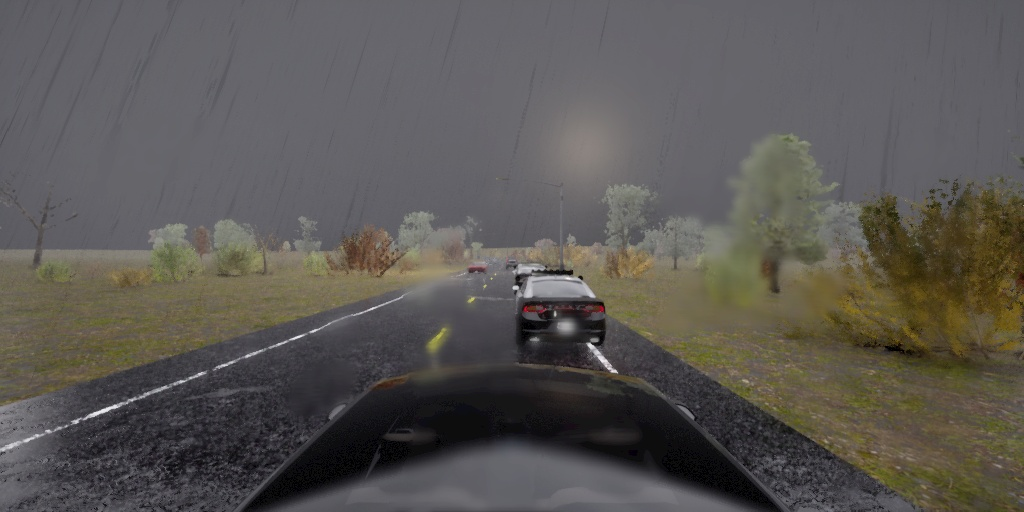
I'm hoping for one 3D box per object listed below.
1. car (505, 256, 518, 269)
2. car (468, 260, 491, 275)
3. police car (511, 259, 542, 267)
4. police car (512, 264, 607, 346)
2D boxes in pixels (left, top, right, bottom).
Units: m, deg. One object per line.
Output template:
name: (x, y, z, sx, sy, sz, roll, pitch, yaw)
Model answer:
car: (0.045, 1.164, 52.623, 1.837, 1.490, 4.892, 0, 0, 0)
car: (-3.609, 1.297, 38.358, 1.895, 1.301, 4.718, 0, 0, 0)
police car: (1.045, 1.158, 19.557, 1.930, 1.638, 5.238, 0, 0, 0)
police car: (1.048, 1.170, 9.555, 1.930, 1.638, 5.238, 0, 0, 0)
